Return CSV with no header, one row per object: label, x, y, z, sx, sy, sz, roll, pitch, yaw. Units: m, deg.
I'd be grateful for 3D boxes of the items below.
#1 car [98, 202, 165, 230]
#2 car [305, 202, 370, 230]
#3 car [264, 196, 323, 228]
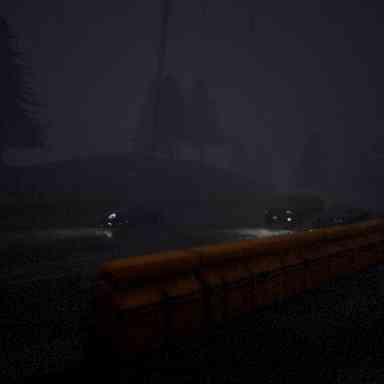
car,-4.139,1.576,23.013,4.553,1.767,2.097,0,-1,-40
car,9.358,1.573,20.720,5.008,1.535,1.882,0,-1,-42
car,7.483,1.341,23.735,5.566,2.045,2.150,0,-1,-42
